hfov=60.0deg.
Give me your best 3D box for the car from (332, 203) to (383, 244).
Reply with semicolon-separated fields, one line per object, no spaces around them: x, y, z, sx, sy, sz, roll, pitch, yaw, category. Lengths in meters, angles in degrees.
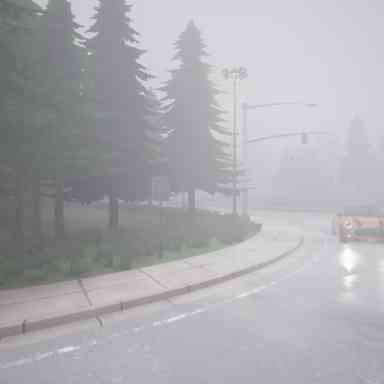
7.855;1.354;15.495;2.097;1.767;4.553;0;0;17;car
